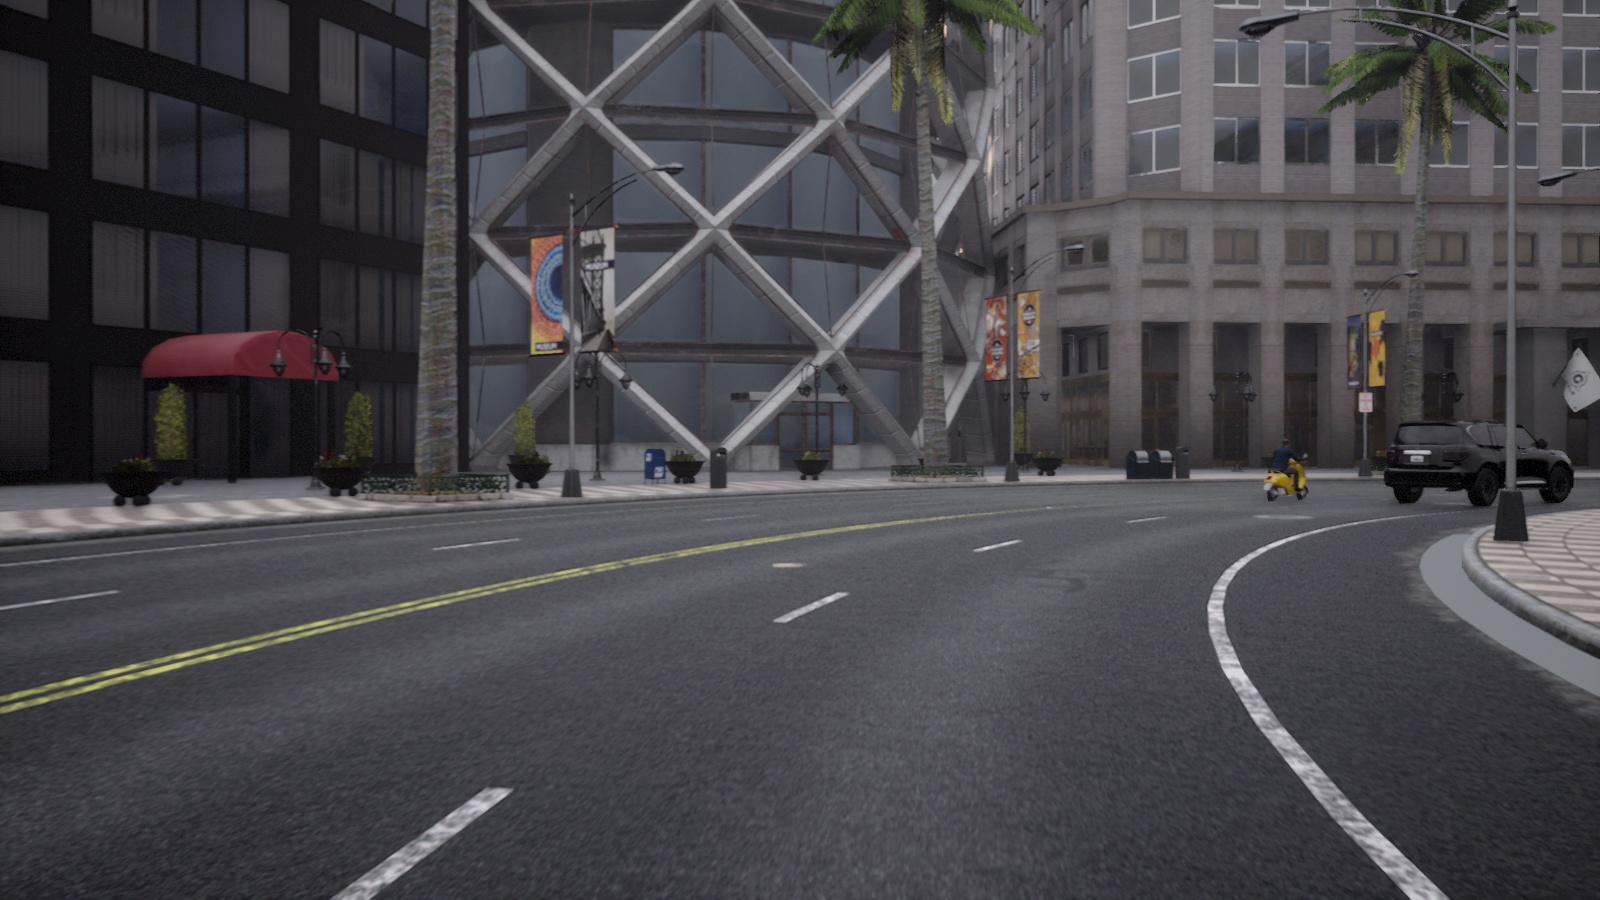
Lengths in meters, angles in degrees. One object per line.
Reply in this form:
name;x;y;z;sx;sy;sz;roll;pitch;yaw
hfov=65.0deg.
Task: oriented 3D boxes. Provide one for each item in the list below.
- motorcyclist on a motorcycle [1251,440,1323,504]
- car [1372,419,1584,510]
motorcyclist on a motorcycle;12.507;0.539;32.223;1.817;1.590;0.866;0;1;-36
car;16.702;0.320;30.839;5.566;2.045;2.150;0;0;-33
